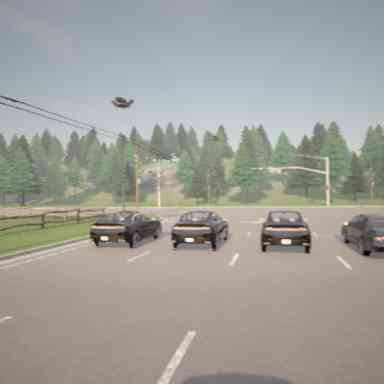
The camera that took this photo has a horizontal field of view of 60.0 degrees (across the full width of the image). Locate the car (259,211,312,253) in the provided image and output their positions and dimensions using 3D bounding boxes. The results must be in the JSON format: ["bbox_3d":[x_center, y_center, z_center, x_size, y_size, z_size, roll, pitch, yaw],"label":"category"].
[{"bbox_3d":[3.880,1.543,14.045,2.128,1.511,4.902,-1,0,14],"label":"car"}]

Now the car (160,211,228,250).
[{"bbox_3d":[0.480,1.595,14.874,2.128,1.511,4.902,-1,0,14],"label":"car"}]

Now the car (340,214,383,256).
[{"bbox_3d":[7.206,1.545,12.920,2.033,1.411,5.357,-1,0,14],"label":"car"}]

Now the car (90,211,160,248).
[{"bbox_3d":[-2.923,1.647,15.691,2.128,1.511,4.902,-1,0,14],"label":"car"}]
